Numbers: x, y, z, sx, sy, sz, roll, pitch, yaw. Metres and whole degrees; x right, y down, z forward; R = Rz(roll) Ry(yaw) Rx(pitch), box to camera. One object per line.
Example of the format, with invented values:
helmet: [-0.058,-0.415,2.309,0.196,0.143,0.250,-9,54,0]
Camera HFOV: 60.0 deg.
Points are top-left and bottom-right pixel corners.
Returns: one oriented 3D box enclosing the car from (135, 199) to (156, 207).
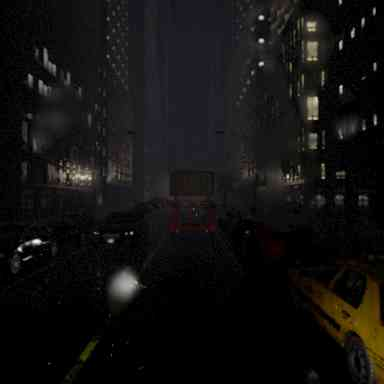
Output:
car: [-5.690,1.868,38.917,1.887,1.381,4.507,0,0,0]

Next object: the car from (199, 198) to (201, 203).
car: [2.688,2.069,61.607,1.802,1.307,4.206,1,0,0]

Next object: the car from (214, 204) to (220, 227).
car: [2.693,1.717,22.055,1.752,1.417,4.829,0,0,0]

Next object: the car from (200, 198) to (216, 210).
car: [2.690,1.973,50.258,1.947,1.339,4.313,0,0,0]

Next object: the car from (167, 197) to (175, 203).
car: [-5.694,2.105,89.998,1.967,1.590,4.097,1,0,0]

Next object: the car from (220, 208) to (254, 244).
car: [2.693,1.694,16.209,2.008,1.369,4.403,0,0,0]

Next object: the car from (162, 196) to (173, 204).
car: [-5.692,1.912,78.648,2.192,1.841,5.009,1,0,0]

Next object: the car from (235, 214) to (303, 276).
car: [2.694,1.639,10.534,1.887,1.381,4.507,0,0,0]

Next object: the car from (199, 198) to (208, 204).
car: [2.687,2.123,78.801,1.752,1.417,4.829,1,0,0]

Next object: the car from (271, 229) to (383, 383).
car: [2.695,1.572,5.030,1.752,1.417,4.829,0,-1,0]

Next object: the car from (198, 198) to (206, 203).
car: [2.685,2.230,89.980,1.947,1.339,4.313,1,0,0]

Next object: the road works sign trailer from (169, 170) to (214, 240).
road works sign trailer: [-0.003,0.624,18.128,2.380,3.560,2.880,0,0,0]

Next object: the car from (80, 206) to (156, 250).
car: [-3.101,1.626,15.160,2.128,1.511,4.902,0,0,0]

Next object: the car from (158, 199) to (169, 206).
car: [-5.693,2.107,67.294,1.802,1.307,4.206,1,0,0]

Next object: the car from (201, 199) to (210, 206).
car: [2.688,2.107,67.281,1.802,1.307,4.206,1,0,0]

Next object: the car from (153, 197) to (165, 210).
car: [-5.690,1.847,50.271,1.967,1.590,4.097,0,0,0]

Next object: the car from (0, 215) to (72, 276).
car: [-5.686,1.646,10.539,2.008,1.369,4.403,0,-1,0]

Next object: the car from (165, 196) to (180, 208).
car: [-3.074,1.936,55.499,2.128,1.511,4.902,0,0,0]

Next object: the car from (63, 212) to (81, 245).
car: [-5.687,1.694,16.215,2.008,1.369,4.403,0,0,0]
